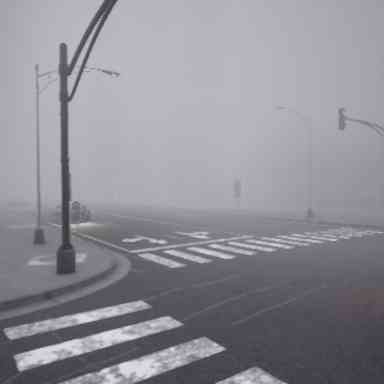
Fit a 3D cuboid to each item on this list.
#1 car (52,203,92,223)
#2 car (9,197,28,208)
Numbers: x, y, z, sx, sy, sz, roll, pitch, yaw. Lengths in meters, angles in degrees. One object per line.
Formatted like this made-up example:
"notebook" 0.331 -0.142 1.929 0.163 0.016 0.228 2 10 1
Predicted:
"car" -9.007 1.505 24.803 1.994 1.385 4.181 -1 1 -36
"car" -23.826 1.361 45.544 1.812 1.442 4.674 -1 1 -36
